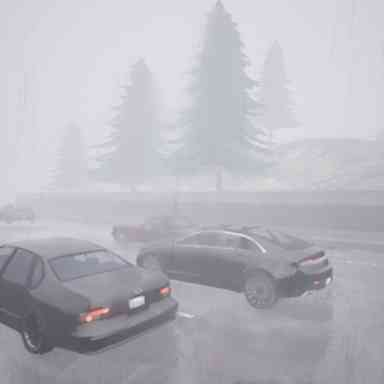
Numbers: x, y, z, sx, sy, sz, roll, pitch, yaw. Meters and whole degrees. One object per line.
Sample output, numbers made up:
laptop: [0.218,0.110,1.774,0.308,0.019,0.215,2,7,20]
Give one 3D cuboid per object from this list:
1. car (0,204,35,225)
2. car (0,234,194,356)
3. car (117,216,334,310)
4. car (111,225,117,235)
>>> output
car: [-13.869,1.657,26.032,2.128,1.511,4.902,0,0,-43]
car: [-2.736,1.586,6.168,5.357,1.411,2.033,0,0,38]
car: [0.733,1.534,7.962,4.902,1.511,2.128,0,0,37]
car: [-1.331,1.680,14.053,4.718,1.301,1.895,0,0,40]
